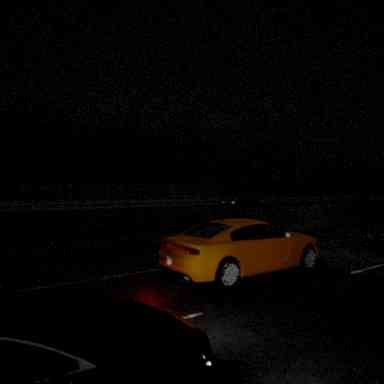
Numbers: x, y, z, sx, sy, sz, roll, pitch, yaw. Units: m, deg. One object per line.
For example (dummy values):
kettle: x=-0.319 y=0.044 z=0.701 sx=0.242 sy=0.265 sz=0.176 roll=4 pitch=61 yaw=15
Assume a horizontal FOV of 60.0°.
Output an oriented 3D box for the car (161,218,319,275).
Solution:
car: x=1.482 y=1.469 z=9.223 sx=5.008 sy=1.535 sz=1.882 roll=0 pitch=0 yaw=-35

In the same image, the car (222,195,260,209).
car: x=5.589 y=1.108 z=37.945 sx=4.553 sy=1.767 sz=2.097 roll=0 pitch=0 yaw=-35

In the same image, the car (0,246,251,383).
car: x=-1.991 y=1.507 z=2.450 sx=4.892 sy=1.490 sz=1.837 roll=0 pitch=0 yaw=-35
